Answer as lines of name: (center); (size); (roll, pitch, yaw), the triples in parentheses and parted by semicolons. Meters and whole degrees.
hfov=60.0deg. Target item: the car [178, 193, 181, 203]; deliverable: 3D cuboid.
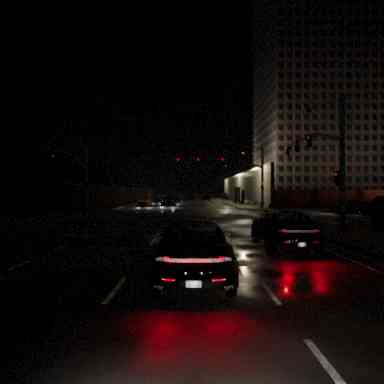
car: (-3.589, 1.161, 68.173); (2.150, 2.045, 5.566); (0, 0, 0)

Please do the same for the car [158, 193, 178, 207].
car: (-3.650, 1.309, 51.438); (2.097, 1.767, 4.553); (0, 0, 0)

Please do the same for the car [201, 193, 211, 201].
car: (3.401, 1.422, 78.851); (1.837, 1.490, 4.892); (0, 0, 0)

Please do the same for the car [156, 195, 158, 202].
car: (-7.087, 1.416, 69.083); (1.882, 1.535, 5.008); (0, 0, 0)

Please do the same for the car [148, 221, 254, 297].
car: (0.046, 1.484, 8.546); (2.128, 1.511, 4.902); (0, 0, 0)

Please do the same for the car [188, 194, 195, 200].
car: (-0.111, 1.249, 89.070); (1.837, 1.490, 4.892); (0, 0, 0)

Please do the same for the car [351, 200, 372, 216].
car: (18.480, 1.627, 32.315); (4.718, 1.301, 1.895); (0, 0, 0)

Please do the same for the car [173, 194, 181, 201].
car: (-3.601, 1.396, 81.164); (1.882, 1.535, 5.008); (0, 0, 0)

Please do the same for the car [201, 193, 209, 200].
car: (3.389, 1.104, 89.043); (2.097, 1.767, 4.553); (0, 0, 0)

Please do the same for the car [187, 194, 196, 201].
car: (-0.099, 1.277, 78.818); (2.097, 1.767, 4.553); (0, 0, 0)

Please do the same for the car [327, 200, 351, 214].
car: (16.969, 1.549, 35.810); (4.674, 1.442, 1.812); (0, 0, 0)

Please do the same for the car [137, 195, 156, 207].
car: (-7.152, 1.433, 50.518); (1.882, 1.535, 5.008); (0, 0, 0)

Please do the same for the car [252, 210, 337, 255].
car: (3.565, 1.480, 13.164); (2.128, 1.511, 4.902); (0, 0, 0)
